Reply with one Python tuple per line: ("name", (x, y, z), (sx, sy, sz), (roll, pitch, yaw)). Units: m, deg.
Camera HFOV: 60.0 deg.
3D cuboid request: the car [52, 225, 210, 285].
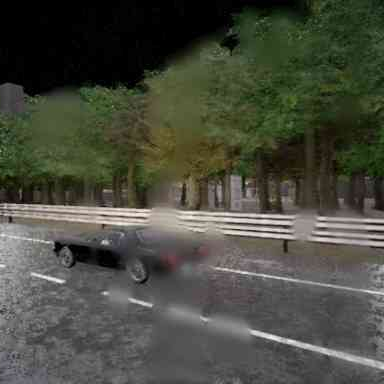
("car", (-1.939, 1.605, 9.547), (4.718, 1.301, 1.895), (0, 0, 35))
